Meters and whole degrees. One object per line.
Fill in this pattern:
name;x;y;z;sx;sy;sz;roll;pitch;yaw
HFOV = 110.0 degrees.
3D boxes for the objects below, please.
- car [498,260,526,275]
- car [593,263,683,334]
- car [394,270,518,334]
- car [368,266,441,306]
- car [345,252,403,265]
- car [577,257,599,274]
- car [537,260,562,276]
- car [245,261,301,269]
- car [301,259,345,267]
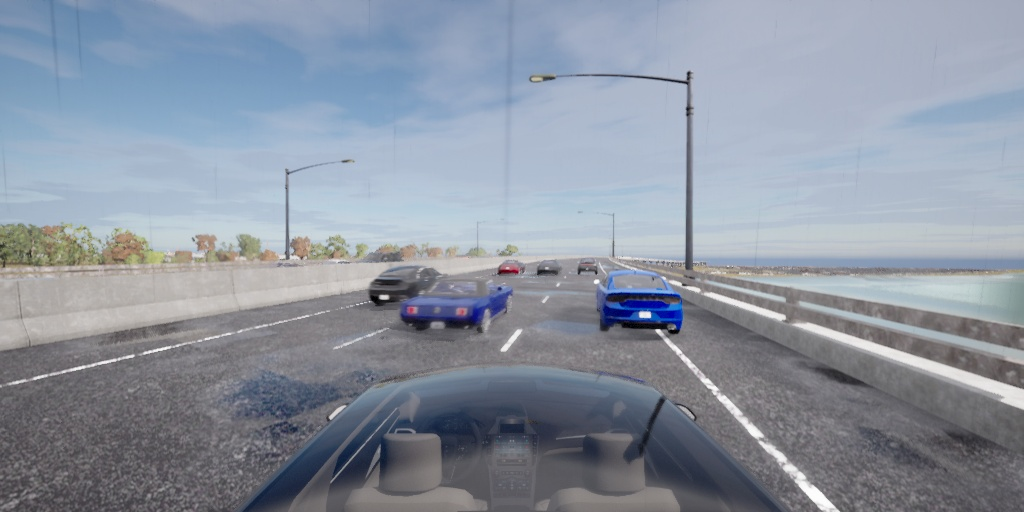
car;0.040;1.034;33.830;1.994;1.385;4.181;0;1;12
car;3.476;1.149;10.481;1.882;1.535;5.008;0;1;11
car;-1.257;1.272;10.390;1.895;1.301;4.718;0;1;11
car;-3.936;1.138;14.793;1.837;1.490;4.892;0;1;12
car;-11.493;0.714;31.037;2.150;2.045;5.566;0;0;12
car;7.418;0.953;35.061;2.128;1.511;4.902;0;1;13
car;3.532;1.038;33.418;1.994;1.385;4.181;0;1;12
car;-19.043;1.109;29.154;1.895;1.301;4.718;0;0;12
car;-15.166;1.022;30.557;1.812;1.442;4.674;0;1;12
